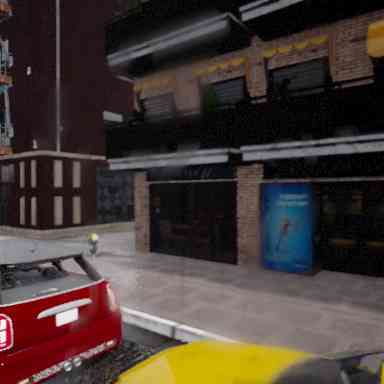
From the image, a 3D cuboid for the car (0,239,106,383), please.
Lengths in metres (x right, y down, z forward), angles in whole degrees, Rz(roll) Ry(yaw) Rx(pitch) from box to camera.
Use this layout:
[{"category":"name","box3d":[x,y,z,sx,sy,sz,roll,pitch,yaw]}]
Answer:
[{"category":"car","box3d":[-2.983,1.418,4.860,4.097,1.590,1.967,0,0,36]}]

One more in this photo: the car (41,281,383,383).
[{"category":"car","box3d":[1.392,1.527,1.738,4.829,1.417,1.752,0,0,36]}]
